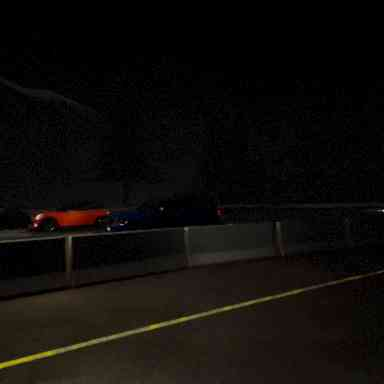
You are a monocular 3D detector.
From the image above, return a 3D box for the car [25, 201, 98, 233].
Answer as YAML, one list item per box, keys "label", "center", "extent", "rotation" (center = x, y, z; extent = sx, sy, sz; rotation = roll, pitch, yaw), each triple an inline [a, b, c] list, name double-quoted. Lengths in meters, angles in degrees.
- label: "car"
  center: [-7.258, 1.362, 20.005]
  extent: [4.553, 1.767, 2.097]
  rotation: [0, 0, -33]

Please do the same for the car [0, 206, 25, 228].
- label: "car"
  center: [-12.345, 1.586, 20.840]
  extent: [4.181, 1.385, 1.994]
  rotation: [0, 0, -34]

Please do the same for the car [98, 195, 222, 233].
- label: "car"
  center: [-1.190, 1.219, 15.610]
  extent: [5.566, 2.045, 2.150]
  rotation: [0, 0, -32]

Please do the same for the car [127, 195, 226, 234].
- label: "car"
  center: [-0.871, 1.216, 19.901]
  extent: [5.566, 2.045, 2.150]
  rotation: [0, 0, -31]
